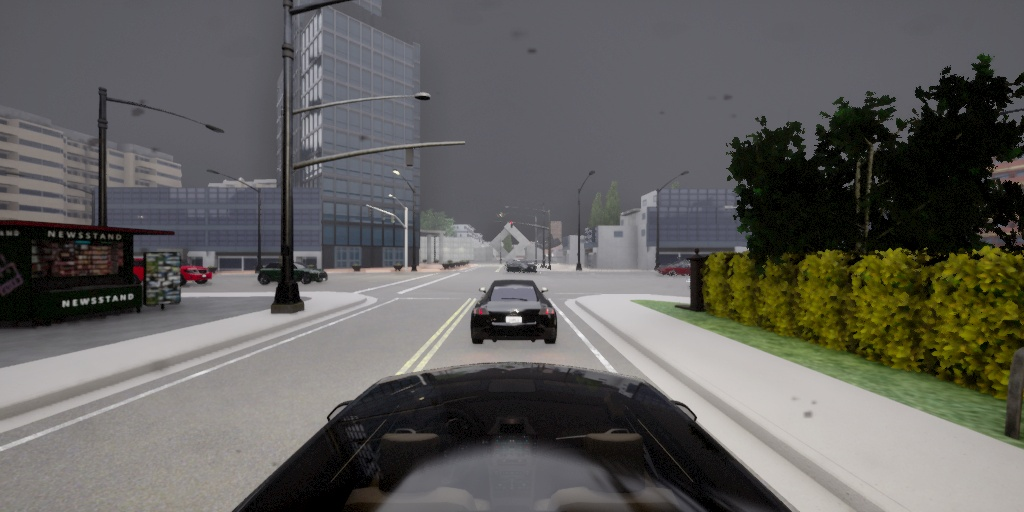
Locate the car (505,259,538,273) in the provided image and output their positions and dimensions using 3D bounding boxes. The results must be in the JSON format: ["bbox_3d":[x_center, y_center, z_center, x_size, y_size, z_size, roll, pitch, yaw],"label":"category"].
[{"bbox_3d":[1.019,1.316,42.035,1.994,1.385,4.181,-1,1,-40],"label":"car"}]

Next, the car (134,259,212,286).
[{"bbox_3d":[-26.012,1.185,27.051,5.566,2.045,2.150,-1,0,-1],"label":"car"}]

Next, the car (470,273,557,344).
[{"bbox_3d":[0.045,1.313,9.583,1.994,1.385,4.181,0,0,0],"label":"car"}]

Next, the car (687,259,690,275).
[{"bbox_3d":[12.894,1.085,20.369,2.097,1.767,4.553,0,0,-39],"label":"car"}]

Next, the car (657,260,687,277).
[{"bbox_3d":[16.678,1.318,34.762,4.718,1.301,1.895,0,0,-1],"label":"car"}]

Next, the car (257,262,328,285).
[{"bbox_3d":[-16.495,1.205,27.168,4.553,1.767,2.097,-1,0,-1],"label":"car"}]
